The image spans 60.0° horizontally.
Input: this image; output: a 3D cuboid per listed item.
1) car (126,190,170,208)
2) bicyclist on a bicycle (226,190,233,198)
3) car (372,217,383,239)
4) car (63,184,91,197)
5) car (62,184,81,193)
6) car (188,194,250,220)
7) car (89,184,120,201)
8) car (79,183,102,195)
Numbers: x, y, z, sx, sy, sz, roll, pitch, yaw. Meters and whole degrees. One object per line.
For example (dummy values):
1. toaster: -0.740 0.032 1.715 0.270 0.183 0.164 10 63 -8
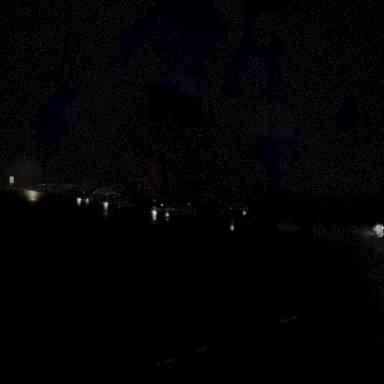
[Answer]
1. car: -4.006 0.575 29.488 2.033 1.411 5.357 0 2 -36
2. bicyclist on a bicycle: 3.231 0.640 29.655 1.656 1.620 0.582 0 2 -36
3. car: 8.944 1.379 12.966 1.994 1.385 4.181 2 2 1
4. car: -15.687 -0.202 45.921 2.128 1.511 4.902 0 2 -34
5. car: -21.444 -0.683 58.938 1.882 1.535 5.008 0 2 -36
6. car: 1.663 0.881 21.557 2.128 1.511 4.902 0 2 -36
7. car: -9.679 0.201 37.429 1.812 1.442 4.674 0 2 -35
8. car: -15.513 -0.472 50.652 2.097 1.767 4.553 0 2 -36
